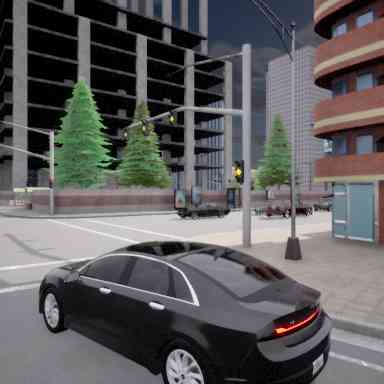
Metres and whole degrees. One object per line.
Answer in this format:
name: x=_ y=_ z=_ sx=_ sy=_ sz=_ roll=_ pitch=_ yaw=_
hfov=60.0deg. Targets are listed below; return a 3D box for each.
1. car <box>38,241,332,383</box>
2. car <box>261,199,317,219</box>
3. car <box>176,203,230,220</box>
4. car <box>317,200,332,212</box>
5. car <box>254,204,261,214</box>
car: x=-0.534 y=1.505 z=5.001 sx=4.892 sy=1.490 sz=1.837 roll=0 pitch=0 yaw=41
car: x=8.856 y=1.407 z=30.159 sx=4.553 sy=1.767 sz=2.097 roll=0 pitch=0 yaw=-36
car: x=0.983 y=1.656 z=29.065 sx=4.718 sy=1.301 sz=1.895 roll=0 pitch=0 yaw=-36
car: x=16.646 y=1.407 z=40.273 sx=4.553 sy=1.767 sz=2.097 roll=0 pitch=0 yaw=-35
car: x=8.563 y=1.547 z=34.501 sx=4.902 sy=1.511 sz=2.128 roll=0 pitch=0 yaw=-36
